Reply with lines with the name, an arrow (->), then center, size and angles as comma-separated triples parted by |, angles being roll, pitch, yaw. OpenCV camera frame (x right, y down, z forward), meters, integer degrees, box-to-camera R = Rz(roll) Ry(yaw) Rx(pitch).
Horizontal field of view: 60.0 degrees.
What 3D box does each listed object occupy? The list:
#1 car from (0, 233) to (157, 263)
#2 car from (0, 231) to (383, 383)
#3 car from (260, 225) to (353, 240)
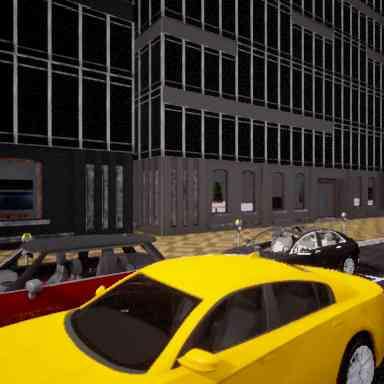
car -> -2.158, 1.440, 5.021 | 4.097, 1.590, 1.967 | 0, 0, -35
car -> 0.061, 1.477, 3.419 | 5.008, 1.535, 1.882 | 0, 0, -35
car -> 2.477, 1.549, 8.324 | 4.403, 1.369, 2.008 | 0, 0, -35
